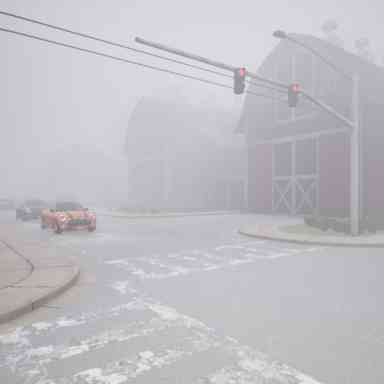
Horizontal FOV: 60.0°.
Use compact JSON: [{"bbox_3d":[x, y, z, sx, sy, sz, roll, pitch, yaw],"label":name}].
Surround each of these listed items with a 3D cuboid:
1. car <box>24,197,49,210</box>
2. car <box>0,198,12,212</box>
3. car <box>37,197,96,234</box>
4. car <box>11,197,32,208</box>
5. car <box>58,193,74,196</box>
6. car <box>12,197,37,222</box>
[{"bbox_3d":[-19.928,1.432,42.420,1.882,1.535,5.008,-1,0,-37],"label":"car"},{"bbox_3d":[-21.579,1.491,38.612,1.837,1.490,4.892,-1,0,-36],"label":"car"},{"bbox_3d":[-7.278,1.342,19.422,2.097,1.767,4.553,0,0,-37],"label":"car"},{"bbox_3d":[-25.761,1.557,50.182,2.033,1.411,5.357,0,0,-37],"label":"car"},{"bbox_3d":[-18.459,1.160,47.364,3.866,1.878,1.905,-2,5,11],"label":"car"},{"bbox_3d":[-12.585,1.348,26.534,2.097,1.767,4.553,0,0,-37],"label":"car"}]
